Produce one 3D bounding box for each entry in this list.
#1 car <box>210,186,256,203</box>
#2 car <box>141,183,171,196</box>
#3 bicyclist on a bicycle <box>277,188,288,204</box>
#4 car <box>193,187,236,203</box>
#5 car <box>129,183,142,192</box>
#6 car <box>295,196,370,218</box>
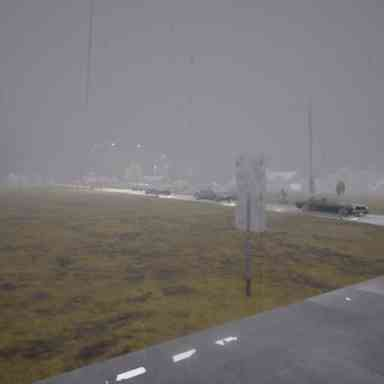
[{"bbox_3d":[4.266,0.239,35.817,2.128,1.511,4.902,1,2,-35],"label":"car"},{"bbox_3d":[-4.367,-0.254,43.050,1.994,1.385,4.181,1,2,-35],"label":"car"},{"bbox_3d":[9.250,0.448,33.995,1.656,1.620,0.582,0,2,-35],"label":"bicyclist on a bicycle"},{"bbox_3d":[2.230,0.289,33.596,2.033,1.411,5.357,1,2,-35],"label":"car"},{"bbox_3d":[-8.339,-0.751,53.780,2.033,1.411,5.357,1,2,-35],"label":"car"},{"bbox_3d":[9.551,0.980,22.887,1.895,1.301,4.718,1,2,-32],"label":"car"}]
